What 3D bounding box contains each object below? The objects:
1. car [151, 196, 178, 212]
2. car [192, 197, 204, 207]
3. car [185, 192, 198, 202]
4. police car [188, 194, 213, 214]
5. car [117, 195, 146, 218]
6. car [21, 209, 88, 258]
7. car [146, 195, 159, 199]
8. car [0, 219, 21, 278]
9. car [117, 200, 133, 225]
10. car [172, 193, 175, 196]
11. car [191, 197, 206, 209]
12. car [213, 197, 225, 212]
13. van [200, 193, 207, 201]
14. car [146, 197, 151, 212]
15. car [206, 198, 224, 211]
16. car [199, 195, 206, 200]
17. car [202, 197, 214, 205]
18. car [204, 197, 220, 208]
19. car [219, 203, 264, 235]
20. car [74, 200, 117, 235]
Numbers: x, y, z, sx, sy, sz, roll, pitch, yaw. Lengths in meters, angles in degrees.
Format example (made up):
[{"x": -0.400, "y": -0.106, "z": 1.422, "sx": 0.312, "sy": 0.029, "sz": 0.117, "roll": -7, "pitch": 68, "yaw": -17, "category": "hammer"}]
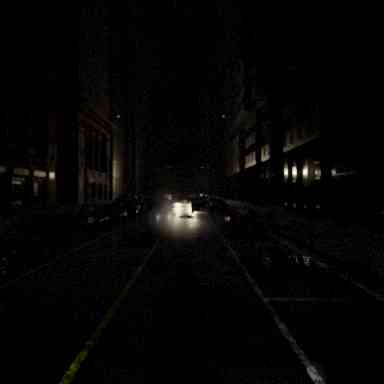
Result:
[{"x": -3.106, "y": 1.494, "z": 38.452, "sx": 2.033, "sy": 1.411, "sz": 5.357, "roll": 0, "pitch": 0, "yaw": 0, "category": "car"}, {"x": 0.888, "y": 1.459, "z": 50.997, "sx": 1.812, "sy": 1.442, "sz": 4.674, "roll": 0, "pitch": 0, "yaw": 0, "category": "car"}, {"x": -0.016, "y": 1.291, "z": 69.778, "sx": 1.837, "sy": 1.490, "sz": 4.892, "roll": 0, "pitch": 0, "yaw": 0, "category": "car"}, {"x": 0.851, "y": 1.376, "z": 35.104, "sx": 1.930, "sy": 1.638, "sz": 5.238, "roll": 0, "pitch": 0, "yaw": 0, "category": "police car"}, {"x": -5.766, "y": 1.273, "z": 29.530, "sx": 2.192, "sy": 1.841, "sz": 5.009, "roll": 0, "pitch": 0, "yaw": 0, "category": "car"}, {"x": -5.763, "y": 1.548, "z": 12.725, "sx": 1.947, "sy": 1.339, "sz": 4.313, "roll": 0, "pitch": 0, "yaw": 0, "category": "car"}, {"x": -5.769, "y": 1.259, "z": 40.734, "sx": 2.192, "sy": 1.841, "sz": 5.009, "roll": 0, "pitch": 0, "yaw": 0, "category": "car"}, {"x": -5.761, "y": 1.430, "z": 7.124, "sx": 1.967, "sy": 1.590, "sz": 4.097, "roll": 0, "pitch": 0, "yaw": 0, "category": "car"}, {"x": -5.766, "y": 1.532, "z": 23.929, "sx": 1.947, "sy": 1.339, "sz": 4.313, "roll": 0, "pitch": 0, "yaw": 0, "category": "car"}, {"x": -5.778, "y": 1.351, "z": 79.946, "sx": 1.967, "sy": 1.590, "sz": 4.097, "roll": 0, "pitch": 0, "yaw": 0, "category": "car"}, {"x": 0.830, "y": 1.444, "z": 44.998, "sx": 1.837, "sy": 1.490, "sz": 4.892, "roll": 0, "pitch": 0, "yaw": 0, "category": "car"}, {"x": 2.757, "y": 1.516, "z": 35.147, "sx": 1.947, "sy": 1.339, "sz": 4.313, "roll": 0, "pitch": 0, "yaw": 0, "category": "car"}, {"x": 2.747, "y": 1.252, "z": 79.963, "sx": 1.690, "sy": 1.788, "sz": 3.998, "roll": 0, "pitch": 0, "yaw": 0, "category": "van"}, {"x": -5.768, "y": 1.533, "z": 35.132, "sx": 1.802, "sy": 1.307, "sz": 4.206, "roll": 0, "pitch": 0, "yaw": 0, "category": "car"}, {"x": 2.755, "y": 1.510, "z": 40.749, "sx": 1.947, "sy": 1.339, "sz": 4.313, "roll": 0, "pitch": 0, "yaw": 0, "category": "car"}, {"x": 2.744, "y": 1.485, "z": 91.168, "sx": 1.802, "sy": 1.307, "sz": 4.206, "roll": 0, "pitch": 0, "yaw": 0, "category": "car"}, {"x": 2.752, "y": 1.509, "z": 57.555, "sx": 1.802, "sy": 1.307, "sz": 4.206, "roll": 0, "pitch": 0, "yaw": 0, "category": "car"}, {"x": 2.754, "y": 1.488, "z": 46.350, "sx": 2.008, "sy": 1.369, "sz": 4.403, "roll": 0, "pitch": 0, "yaw": 0, "category": "car"}, {"x": 2.761, "y": 1.518, "z": 18.340, "sx": 1.887, "sy": 1.381, "sz": 4.507, "roll": 0, "pitch": 0, "yaw": 0, "category": "car"}, {"x": -5.764, "y": 1.414, "z": 18.327, "sx": 1.967, "sy": 1.590, "sz": 4.097, "roll": 0, "pitch": 0, "yaw": 0, "category": "car"}]
